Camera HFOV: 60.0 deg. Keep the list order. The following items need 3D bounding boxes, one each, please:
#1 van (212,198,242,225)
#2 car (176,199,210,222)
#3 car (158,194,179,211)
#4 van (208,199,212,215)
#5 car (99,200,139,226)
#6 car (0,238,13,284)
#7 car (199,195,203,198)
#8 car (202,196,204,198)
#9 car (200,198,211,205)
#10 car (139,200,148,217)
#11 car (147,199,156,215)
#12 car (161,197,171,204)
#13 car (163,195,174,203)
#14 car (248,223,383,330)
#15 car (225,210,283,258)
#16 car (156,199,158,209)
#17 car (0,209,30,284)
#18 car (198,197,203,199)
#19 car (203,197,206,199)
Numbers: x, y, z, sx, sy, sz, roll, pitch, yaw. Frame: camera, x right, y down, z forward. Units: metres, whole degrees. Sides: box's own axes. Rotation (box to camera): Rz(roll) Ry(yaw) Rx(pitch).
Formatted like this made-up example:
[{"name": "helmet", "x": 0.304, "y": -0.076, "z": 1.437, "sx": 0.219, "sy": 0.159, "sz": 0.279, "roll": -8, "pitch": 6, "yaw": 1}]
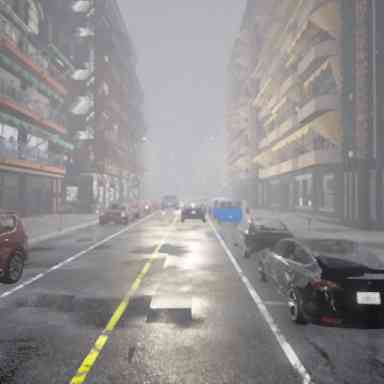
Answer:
[{"name": "van", "x": 2.578, "y": 1.408, "z": 23.942, "sx": 1.690, "sy": 1.788, "sz": 3.998, "roll": 1, "pitch": 0, "yaw": 0}, {"name": "car", "x": 0.101, "y": 1.580, "z": 27.463, "sx": 2.163, "sy": 1.488, "sz": 4.792, "roll": 0, "pitch": 0, "yaw": 0}, {"name": "car", "x": -2.836, "y": 1.345, "z": 43.739, "sx": 2.150, "sy": 2.045, "sz": 5.566, "roll": 0, "pitch": 0, "yaw": 0}, {"name": "van", "x": 2.578, "y": 1.424, "z": 29.612, "sx": 1.690, "sy": 1.788, "sz": 3.998, "roll": 1, "pitch": 0, "yaw": 0}, {"name": "car", "x": -5.304, "y": 1.506, "z": 23.912, "sx": 1.967, "sy": 1.590, "sz": 4.097, "roll": 1, "pitch": 0, "yaw": 0}, {"name": "car", "x": -2.849, "y": 1.355, "z": 1.012, "sx": 2.097, "sy": 1.767, "sz": 4.553, "roll": 0, "pitch": 0, "yaw": 0}, {"name": "car", "x": 2.577, "y": 1.692, "z": 58.135, "sx": 1.752, "sy": 1.417, "sz": 4.829, "roll": 1, "pitch": 0, "yaw": 0}, {"name": "car", "x": 2.576, "y": 1.658, "z": 46.794, "sx": 1.752, "sy": 1.417, "sz": 4.829, "roll": 1, "pitch": 0, "yaw": 0}, {"name": "car", "x": 2.576, "y": 1.765, "z": 63.636, "sx": 1.802, "sy": 1.307, "sz": 4.206, "roll": 1, "pitch": 0, "yaw": 0}, {"name": "car", "x": -5.305, "y": 1.664, "z": 29.582, "sx": 1.802, "sy": 1.307, "sz": 4.206, "roll": 1, "pitch": 0, "yaw": 0}, {"name": "car", "x": -5.303, "y": 1.539, "z": 35.253, "sx": 1.967, "sy": 1.590, "sz": 4.097, "roll": 1, "pitch": 0, "yaw": 0}, {"name": "car", "x": -5.309, "y": 1.726, "z": 69.108, "sx": 1.752, "sy": 1.417, "sz": 4.829, "roll": 1, "pitch": 0, "yaw": 0}, {"name": "car", "x": -5.308, "y": 1.534, "z": 74.949, "sx": 2.192, "sy": 1.841, "sz": 5.009, "roll": 1, "pitch": 0, "yaw": 0}, {"name": "car", "x": 2.574, "y": 1.585, "z": 6.928, "sx": 1.947, "sy": 1.339, "sz": 4.313, "roll": 1, "pitch": 0, "yaw": 0}, {"name": "car", "x": 2.575, "y": 1.586, "z": 12.599, "sx": 2.008, "sy": 1.369, "sz": 4.403, "roll": 1, "pitch": 0, "yaw": 0}, {"name": "car", "x": -5.304, "y": 1.682, "z": 46.595, "sx": 2.008, "sy": 1.369, "sz": 4.403, "roll": 1, "pitch": 0, "yaw": 0}, {"name": "car", "x": -5.303, "y": 1.334, "z": 6.900, "sx": 2.192, "sy": 1.841, "sz": 5.009, "roll": 1, "pitch": 0, "yaw": 0}, {"name": "car", "x": 0.095, "y": 1.721, "z": 42.547, "sx": 1.895, "sy": 1.301, "sz": 4.718, "roll": 0, "pitch": 0, "yaw": 0}, {"name": "car", "x": 2.576, "y": 1.660, "z": 40.953, "sx": 1.887, "sy": 1.381, "sz": 4.507, "roll": 1, "pitch": 0, "yaw": 0}]
